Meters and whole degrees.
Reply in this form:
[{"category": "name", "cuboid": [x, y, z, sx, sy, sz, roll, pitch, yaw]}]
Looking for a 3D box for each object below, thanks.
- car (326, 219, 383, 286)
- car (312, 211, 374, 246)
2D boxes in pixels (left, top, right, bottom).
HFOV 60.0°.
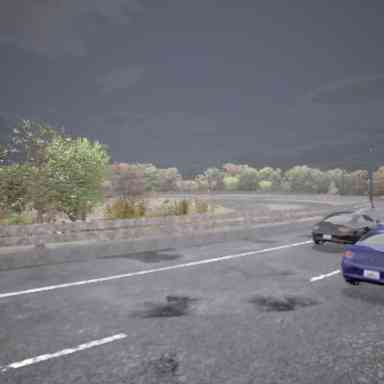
[{"category": "car", "cuboid": [5.467, 1.543, 8.394, 4.674, 1.442, 1.812, 0, 0, -41]}, {"category": "car", "cuboid": [6.878, 1.559, 14.355, 4.674, 1.442, 1.812, 0, 0, -43]}]
